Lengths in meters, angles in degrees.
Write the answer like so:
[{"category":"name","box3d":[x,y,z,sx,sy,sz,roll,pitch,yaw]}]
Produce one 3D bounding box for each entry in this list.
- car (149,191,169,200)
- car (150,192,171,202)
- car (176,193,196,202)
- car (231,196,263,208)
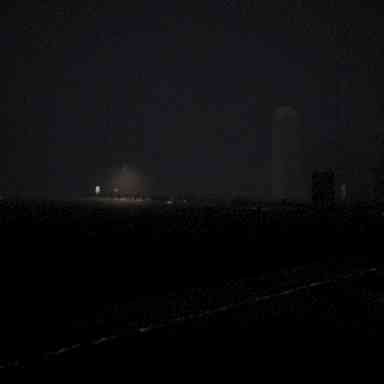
[{"category":"car","box3d":[-7.052,0.738,70.664,2.097,1.767,4.553,0,1,-36]},{"category":"car","box3d":[-6.139,1.130,64.688,2.033,1.411,5.357,0,1,-36]},{"category":"car","box3d":[-1.277,0.966,62.716,2.097,1.767,4.553,0,1,-35]},{"category":"car","box3d":[7.484,1.315,45.626,1.837,1.490,4.892,0,1,-36]}]
